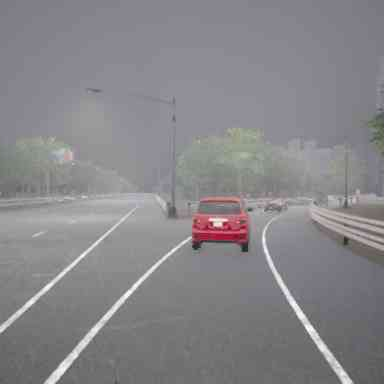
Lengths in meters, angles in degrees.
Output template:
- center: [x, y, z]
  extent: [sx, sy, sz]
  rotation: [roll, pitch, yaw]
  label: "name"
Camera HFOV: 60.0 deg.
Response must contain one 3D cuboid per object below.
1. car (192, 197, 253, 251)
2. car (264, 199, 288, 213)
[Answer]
- center: [1.414, 1.235, 14.384]
  extent: [2.150, 2.045, 5.566]
  rotation: [0, 0, 11]
  label: "car"
- center: [9.738, 1.588, 38.450]
  extent: [1.812, 1.442, 4.674]
  rotation: [0, 0, 28]
  label: "car"
